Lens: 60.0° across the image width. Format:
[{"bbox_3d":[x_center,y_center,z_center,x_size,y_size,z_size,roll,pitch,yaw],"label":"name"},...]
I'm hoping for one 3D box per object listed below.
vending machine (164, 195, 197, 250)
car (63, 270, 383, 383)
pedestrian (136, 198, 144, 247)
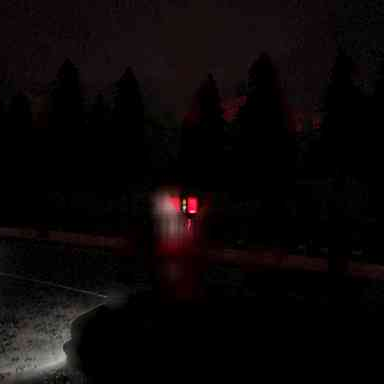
[{"bbox_3d":[-0.438,1.195,13.472,0.880,2.100,1.100,0,0,31],"label":"vending machine"},{"bbox_3d":[1.113,1.547,3.205,5.357,1.411,2.033,0,0,34],"label":"car"},{"bbox_3d":[-1.957,1.141,12.681,0.375,1.860,0.375,0,0,31],"label":"pedestrian"}]
